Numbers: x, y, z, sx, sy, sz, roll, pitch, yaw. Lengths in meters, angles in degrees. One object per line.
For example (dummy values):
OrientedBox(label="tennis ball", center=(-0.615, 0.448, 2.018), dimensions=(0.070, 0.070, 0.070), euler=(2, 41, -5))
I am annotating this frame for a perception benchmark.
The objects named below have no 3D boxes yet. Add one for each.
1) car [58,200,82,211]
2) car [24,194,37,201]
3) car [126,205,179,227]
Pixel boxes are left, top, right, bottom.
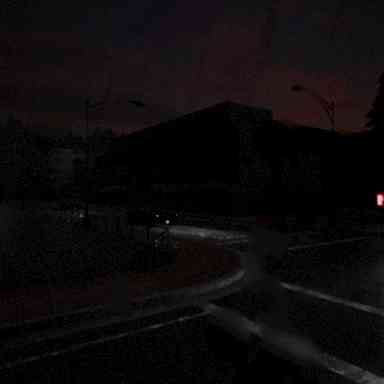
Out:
OrientedBox(label="car", center=(-14.945, 1.634, 40.757), dimensions=(1.895, 1.301, 4.718), euler=(0, 0, -35))
OrientedBox(label="car", center=(-40.339, 1.407, 83.242), dimensions=(2.097, 1.767, 4.553), euler=(0, 0, -35))
OrientedBox(label="car", center=(-2.846, 1.632, 23.447), dimensions=(1.895, 1.301, 4.718), euler=(0, 0, -35))
